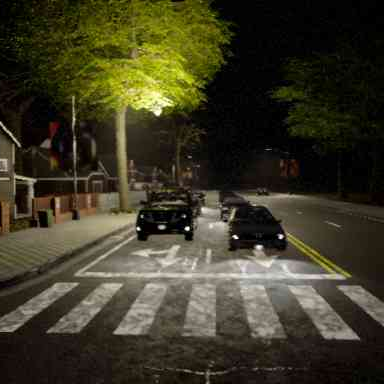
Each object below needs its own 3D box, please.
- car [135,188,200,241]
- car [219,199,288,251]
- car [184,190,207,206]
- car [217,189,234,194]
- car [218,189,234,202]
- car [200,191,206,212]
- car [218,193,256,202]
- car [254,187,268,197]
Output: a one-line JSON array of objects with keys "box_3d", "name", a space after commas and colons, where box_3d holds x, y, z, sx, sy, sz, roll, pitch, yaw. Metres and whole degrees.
[{"box_3d": [-0.946, 0.853, 14.809, 2.150, 2.045, 5.566, 0, 1, 3], "name": "car"}, {"box_3d": [2.170, 1.202, 12.607, 2.033, 1.411, 5.357, 0, 1, 4], "name": "car"}, {"box_3d": [0.467, 0.610, 35.499, 2.128, 1.511, 4.902, 0, 1, 4], "name": "car"}, {"box_3d": [3.488, 0.717, 32.140, 2.033, 1.411, 5.357, 0, 1, 4], "name": "car"}, {"box_3d": [4.235, 0.389, 42.579, 1.882, 1.535, 5.008, 0, 1, 4], "name": "car"}, {"box_3d": [-0.245, 0.923, 25.097, 2.033, 1.411, 5.357, 0, 1, 4], "name": "car"}, {"box_3d": [2.789, 0.989, 21.781, 1.994, 1.385, 4.181, 0, 1, 4], "name": "car"}, {"box_3d": [11.868, -0.004, 57.034, 1.837, 1.490, 4.892, 0, 1, 4], "name": "car"}]
